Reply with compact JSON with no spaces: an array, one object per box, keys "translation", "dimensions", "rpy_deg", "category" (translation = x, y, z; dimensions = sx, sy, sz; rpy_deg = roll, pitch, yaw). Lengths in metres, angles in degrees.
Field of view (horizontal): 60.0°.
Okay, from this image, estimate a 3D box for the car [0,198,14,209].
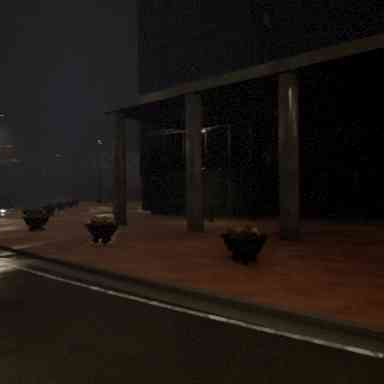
[{"translation":[-24.755,1.461,43.538],"dimensions":[1.812,1.442,4.674],"rpy_deg":[-1,0,-12],"category":"car"}]
